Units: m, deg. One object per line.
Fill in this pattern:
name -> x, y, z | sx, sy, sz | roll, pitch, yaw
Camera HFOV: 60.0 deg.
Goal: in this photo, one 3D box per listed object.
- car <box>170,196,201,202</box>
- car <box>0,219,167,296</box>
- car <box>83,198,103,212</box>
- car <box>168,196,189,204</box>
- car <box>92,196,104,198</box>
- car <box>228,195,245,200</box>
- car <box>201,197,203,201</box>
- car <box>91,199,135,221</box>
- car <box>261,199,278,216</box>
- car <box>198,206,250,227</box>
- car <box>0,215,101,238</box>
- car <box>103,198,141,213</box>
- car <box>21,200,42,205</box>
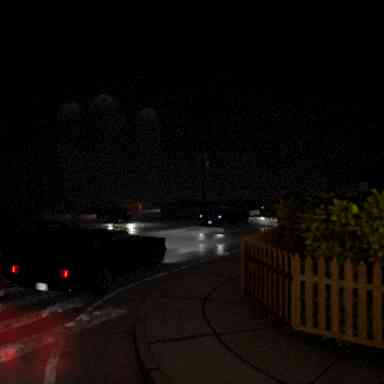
car -> -1.287, 1.742, 49.636 | 2.128, 1.511, 4.902 | 0, 0, 33
car -> -2.352, 1.654, 8.910 | 1.895, 1.301, 4.718 | 0, 0, 19
car -> -11.944, 1.776, 42.128 | 3.905, 1.438, 1.784 | 0, 0, 33
car -> -3.281, 1.891, 80.040 | 4.611, 1.667, 2.242 | 0, 0, 33
car -> -16.494, 1.673, 59.758 | 3.866, 1.878, 1.905 | 0, 0, 33
car -> 7.850, 1.844, 62.348 | 4.674, 1.442, 1.812 | 0, 0, -37
car -> 0.174, 1.614, 61.063 | 4.605, 1.855, 1.932 | 0, 0, 33
car -> -6.707, 1.642, 27.910 | 1.882, 1.535, 5.008 | 0, 0, -29
car -> 8.516, 1.485, 33.103 | 2.097, 1.767, 4.553 | 0, 0, 34
car -> 2.390, 1.711, 23.843 | 1.895, 1.301, 4.718 | 0, 0, 33
car -> -5.697, 1.679, 11.485 | 1.895, 1.301, 4.718 | 0, 0, 32
car -> -7.696, 1.697, 38.304 | 1.882, 1.535, 5.008 | 0, 0, 20
car -> -23.375, 1.834, 48.150 | 4.193, 1.474, 1.816 | 0, 0, 33
